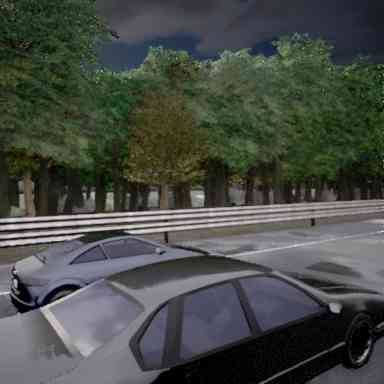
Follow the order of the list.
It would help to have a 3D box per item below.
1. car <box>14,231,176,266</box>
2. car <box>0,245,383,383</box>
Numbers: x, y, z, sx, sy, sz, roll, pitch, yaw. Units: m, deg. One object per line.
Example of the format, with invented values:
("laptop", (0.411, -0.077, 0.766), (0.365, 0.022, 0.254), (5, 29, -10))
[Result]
("car", (-1.456, 1.533, 6.989), (4.181, 1.385, 1.994), (-1, 0, -35))
("car", (0.233, 1.521, 3.900), (5.357, 1.411, 2.033), (-1, 0, -35))
